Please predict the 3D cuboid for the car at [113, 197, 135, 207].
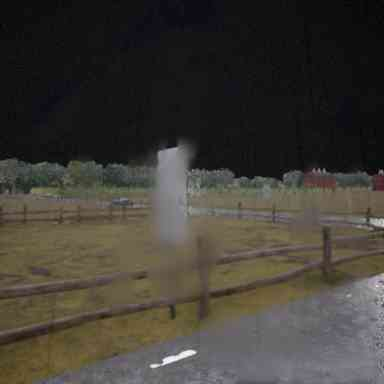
[{"bbox_3d":[-11.400,1.624,55.167,2.033,1.411,5.357,-2,1,-35],"label":"car"}]
